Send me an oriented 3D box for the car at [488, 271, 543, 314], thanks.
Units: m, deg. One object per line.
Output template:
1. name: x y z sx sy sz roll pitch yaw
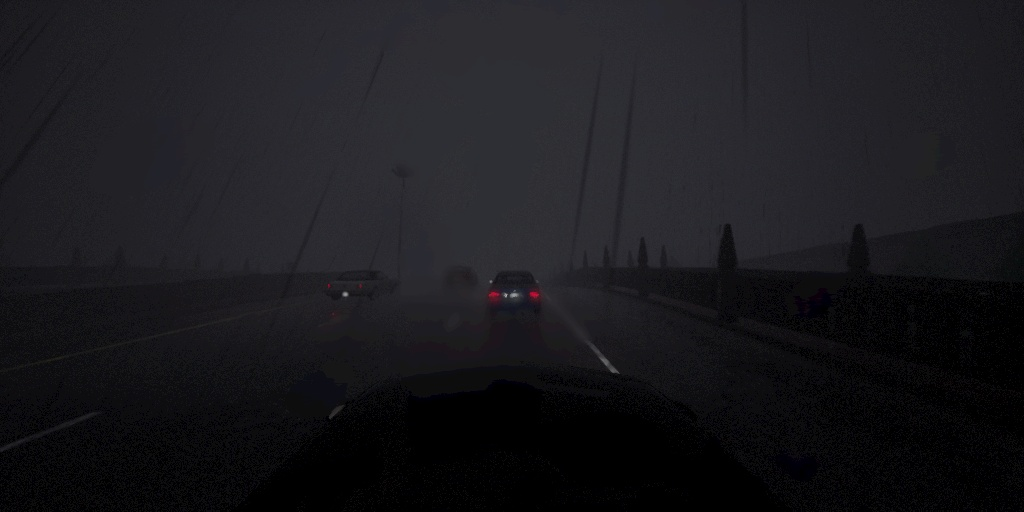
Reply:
1. car: 0.099 1.253 13.414 2.033 1.411 5.357 0 0 0

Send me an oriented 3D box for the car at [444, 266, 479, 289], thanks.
1. car: -3.402 1.468 24.853 1.882 1.535 5.008 0 -3 0

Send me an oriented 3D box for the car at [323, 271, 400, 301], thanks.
1. car: -6.901 1.337 17.075 1.895 1.301 4.718 0 -1 0
